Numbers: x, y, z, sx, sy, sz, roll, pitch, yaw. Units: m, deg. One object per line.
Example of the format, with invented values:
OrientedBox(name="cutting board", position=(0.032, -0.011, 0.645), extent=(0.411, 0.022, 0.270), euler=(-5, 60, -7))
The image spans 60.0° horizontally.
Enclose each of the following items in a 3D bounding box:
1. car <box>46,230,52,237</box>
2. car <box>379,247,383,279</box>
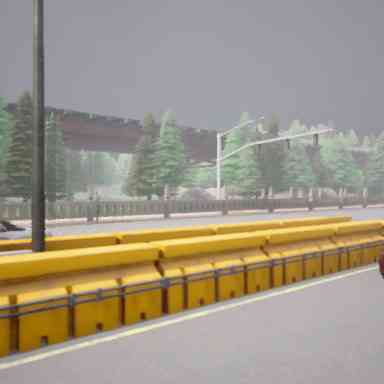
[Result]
OrientedBox(name="car", position=(-7.514, 1.601, 11.475), extent=(4.718, 1.301, 1.895), euler=(0, 0, -35))
OrientedBox(name="car", position=(6.481, 1.533, 8.376), extent=(4.674, 1.442, 1.812), euler=(0, 0, -36))
